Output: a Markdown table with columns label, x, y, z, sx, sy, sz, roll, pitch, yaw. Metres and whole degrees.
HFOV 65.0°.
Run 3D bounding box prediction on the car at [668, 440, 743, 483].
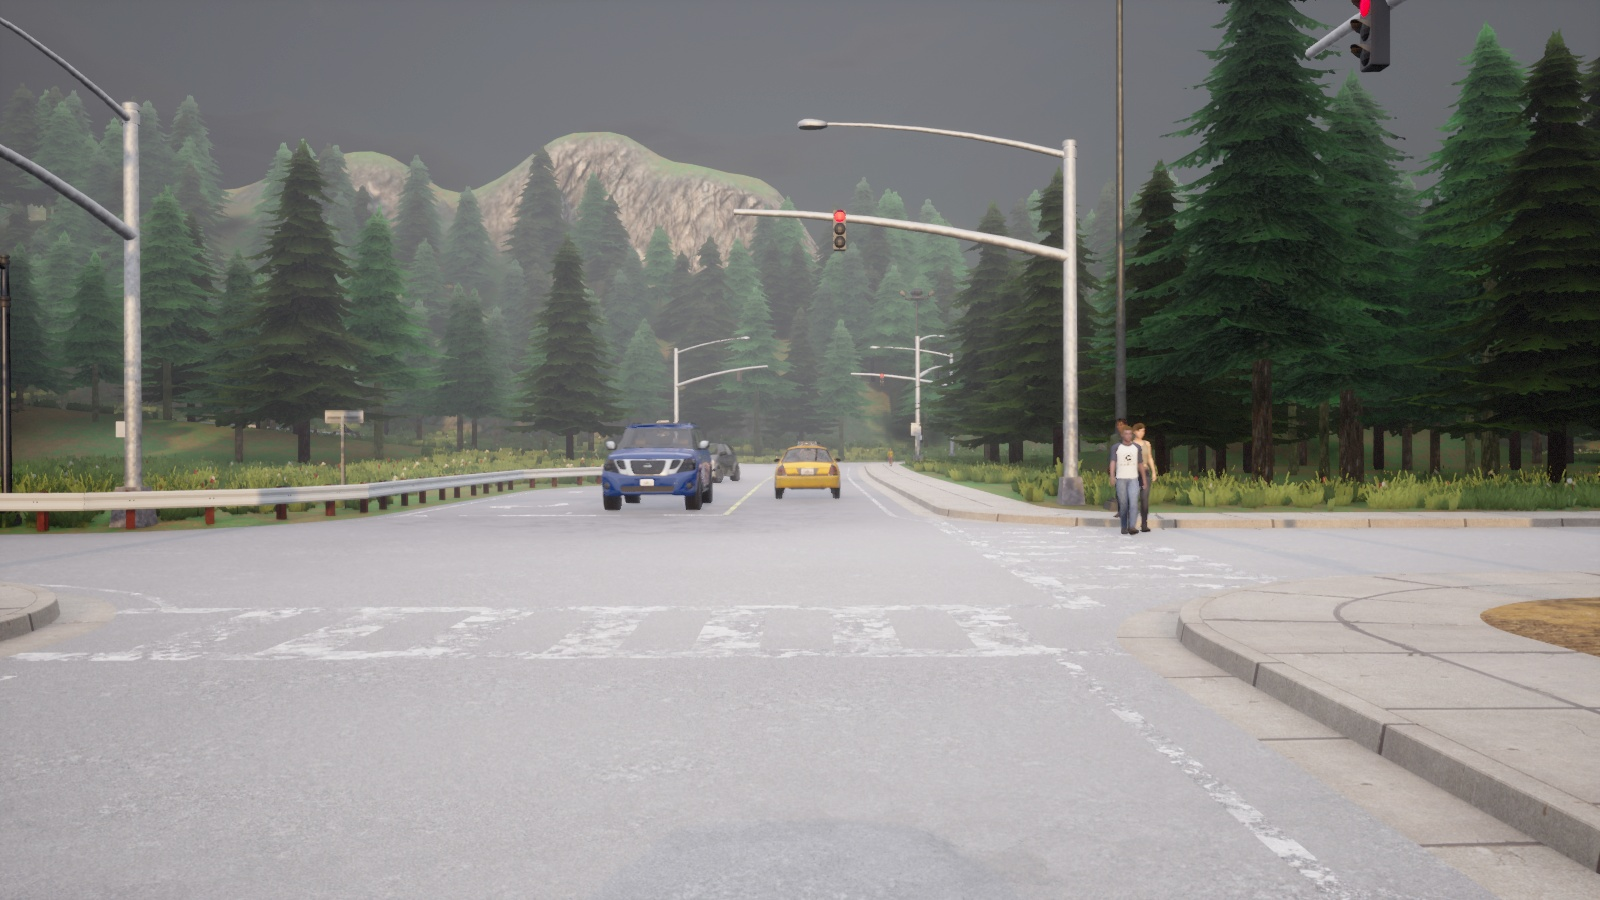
| label | x | y | z | sx | sy | sz | roll | pitch | yaw |
| --- | --- | --- | --- | --- | --- | --- | --- | --- | --- |
| car | -3.668 | 0.424 | 49.447 | 1.851 | 1.617 | 3.988 | 0 | 0 | 12 |

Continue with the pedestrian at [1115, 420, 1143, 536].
| label | x | y | z | sx | sy | sz | roll | pitch | yaw |
| --- | --- | --- | --- | --- | --- | --- | --- | --- | --- |
| pedestrian | 5.303 | 0.448 | 20.248 | 0.354 | 1.836 | 0.706 | 0 | 0 | 8 |

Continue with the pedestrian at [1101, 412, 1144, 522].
| label | x | y | z | sx | sy | sz | roll | pitch | yaw |
| --- | --- | --- | --- | --- | --- | --- | --- | --- | --- |
| pedestrian | 5.809 | 0.302 | 22.621 | 0.423 | 1.949 | 0.788 | 0 | 0 | 42 |

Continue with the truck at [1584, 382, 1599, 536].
| label | x | y | z | sx | sy | sz | roll | pitch | yaw |
| --- | --- | --- | --- | --- | --- | --- | --- | --- | --- |
| truck | 15.397 | 0.143 | 19.161 | 5.204 | 2.467 | 2.627 | 0 | 0 | 1 |

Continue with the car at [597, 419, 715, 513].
| label | x | y | z | sx | sy | sz | roll | pitch | yaw |
| --- | --- | --- | --- | --- | --- | --- | --- | --- | --- |
| car | -3.323 | 0.337 | 30.083 | 2.150 | 2.045 | 5.566 | 0 | 0 | 0 |

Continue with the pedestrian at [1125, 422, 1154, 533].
| label | x | y | z | sx | sy | sz | roll | pitch | yaw |
| --- | --- | --- | --- | --- | --- | --- | --- | --- | --- |
| pedestrian | 5.671 | 0.451 | 20.984 | 0.345 | 1.836 | 0.594 | 0 | 0 | 4 |

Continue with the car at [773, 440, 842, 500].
| label | x | y | z | sx | sy | sz | roll | pitch | yaw |
| --- | --- | --- | --- | --- | --- | --- | --- | --- | --- |
| car | 0.210 | 0.517 | 35.744 | 1.801 | 1.575 | 5.366 | 0 | 0 | 0 |
